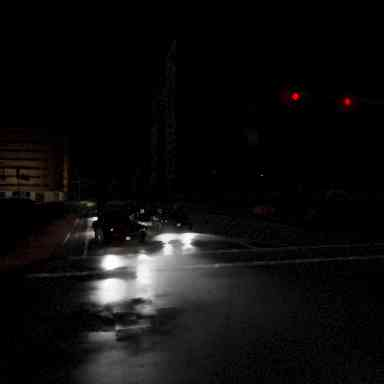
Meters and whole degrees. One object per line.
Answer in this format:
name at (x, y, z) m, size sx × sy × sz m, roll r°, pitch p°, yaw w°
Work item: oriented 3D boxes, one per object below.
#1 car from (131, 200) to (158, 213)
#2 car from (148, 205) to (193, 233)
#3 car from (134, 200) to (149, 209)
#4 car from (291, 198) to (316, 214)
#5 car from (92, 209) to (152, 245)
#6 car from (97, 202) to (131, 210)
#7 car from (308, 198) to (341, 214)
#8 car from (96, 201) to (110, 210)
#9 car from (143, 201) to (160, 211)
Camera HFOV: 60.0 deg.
car at (-4.147, 1.693, 31.098) m, size 2.097 × 1.767 × 4.553 m, roll 0°, pitch -1°, yaw -17°
car at (-1.354, 1.796, 21.696) m, size 1.994 × 1.385 × 4.181 m, roll 0°, pitch -1°, yaw -17°
car at (-9.264, 2.190, 60.915) m, size 2.128 × 1.511 × 4.902 m, roll 0°, pitch -1°, yaw -17°
car at (13.873, 1.695, 41.301) m, size 1.905 × 1.878 × 3.866 m, roll 0°, pitch -1°, yaw -16°
car at (-3.740, 1.764, 16.742) m, size 1.895 × 1.301 × 4.718 m, roll 1°, pitch -1°, yaw -25°
car at (-5.981, 1.736, 24.981) m, size 1.882 × 1.535 × 5.008 m, roll 0°, pitch -1°, yaw -17°
car at (16.697, 1.714, 42.123) m, size 1.905 × 1.878 × 3.866 m, roll 0°, pitch -1°, yaw -16°
car at (-14.356, 2.143, 53.480) m, size 2.033 × 1.411 × 5.357 m, roll 0°, pitch -1°, yaw -17°
car at (-6.302, 2.111, 51.133) m, size 1.812 × 1.442 × 4.674 m, roll 0°, pitch -1°, yaw -16°
